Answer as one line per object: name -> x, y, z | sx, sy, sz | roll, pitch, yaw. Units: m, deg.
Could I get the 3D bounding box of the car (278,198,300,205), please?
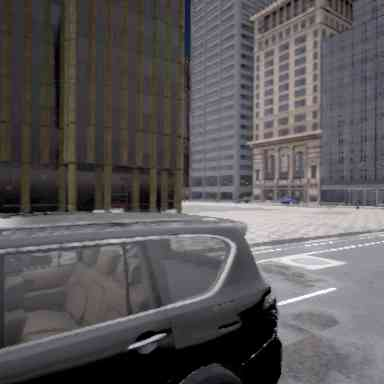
car -> 20.622, 2.041, 71.218 | 1.882, 1.535, 5.008 | 1, -1, -35

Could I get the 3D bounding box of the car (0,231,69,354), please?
car -> -4.444, 1.494, 4.508 | 4.892, 1.490, 1.837 | 1, 0, -35

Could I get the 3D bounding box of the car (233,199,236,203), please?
car -> 12.191, 2.141, 83.119 | 1.994, 1.385, 4.181 | 1, -1, -35

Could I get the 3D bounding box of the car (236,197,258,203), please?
car -> 13.117, 1.844, 76.627 | 2.128, 1.511, 4.902 | 1, -1, -35

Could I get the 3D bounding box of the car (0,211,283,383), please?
car -> -1.727, 1.221, 2.454 | 5.566, 2.045, 2.150 | 1, 0, -36
